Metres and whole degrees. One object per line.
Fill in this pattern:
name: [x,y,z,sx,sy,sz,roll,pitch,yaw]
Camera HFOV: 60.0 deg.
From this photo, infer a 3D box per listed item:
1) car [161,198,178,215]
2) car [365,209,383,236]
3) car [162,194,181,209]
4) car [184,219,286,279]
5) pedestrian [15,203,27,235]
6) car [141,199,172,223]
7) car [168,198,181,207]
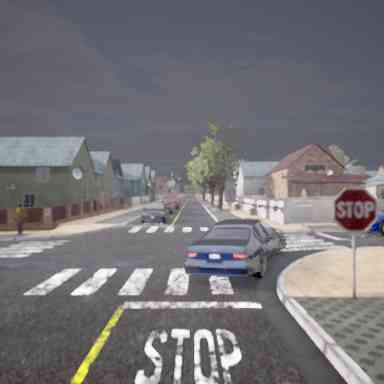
car: [-2.848,1.658,35.306,1.895,1.301,4.718,0,0,0]
car: [10.410,1.215,15.933,5.008,1.535,1.882,-2,-1,-2]
car: [-2.859,1.291,45.117,2.150,2.045,5.566,0,0,0]
car: [1.560,1.538,10.266,2.033,1.411,5.357,-3,0,24]
pedestrian: [-9.693,1.491,18.760,0.375,1.860,0.375,0,0,0]
car: [-2.837,1.569,26.250,1.812,1.442,4.674,0,0,0]
car: [-2.815,1.683,55.157,1.895,1.301,4.718,0,0,0]
